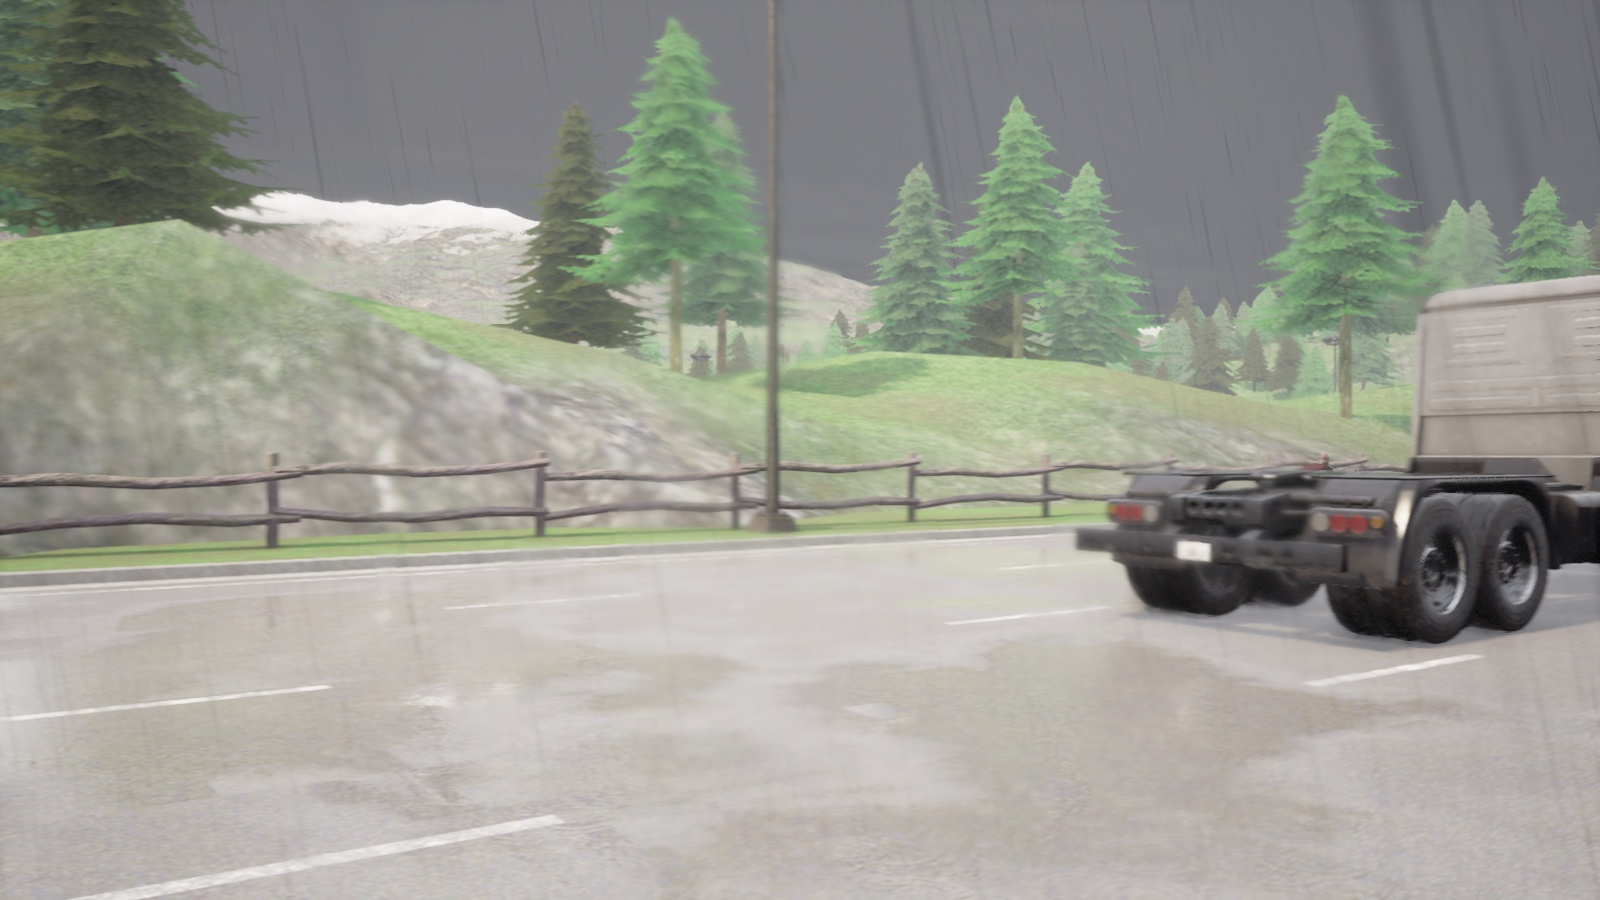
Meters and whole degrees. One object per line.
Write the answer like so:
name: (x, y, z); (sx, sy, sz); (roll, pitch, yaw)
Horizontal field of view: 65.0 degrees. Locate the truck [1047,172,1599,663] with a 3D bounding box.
truck: (6.300, -0.230, 12.312); (7.936, 3.462, 2.891); (0, 0, -35)
